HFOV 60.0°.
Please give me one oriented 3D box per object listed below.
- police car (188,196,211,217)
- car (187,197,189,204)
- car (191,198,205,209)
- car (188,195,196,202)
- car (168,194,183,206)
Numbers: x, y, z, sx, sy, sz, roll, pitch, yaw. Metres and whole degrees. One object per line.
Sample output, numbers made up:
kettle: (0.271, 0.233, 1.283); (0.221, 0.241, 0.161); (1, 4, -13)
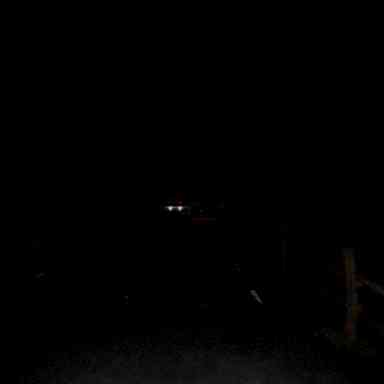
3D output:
police car: (0.833, 1.511, 32.716); (1.930, 1.638, 5.238); (0, 0, 0)
car: (0.018, 1.602, 68.645); (1.882, 1.535, 5.008); (0, 0, 0)
car: (0.837, 1.641, 48.611); (1.837, 1.490, 4.892); (0, 0, 0)
car: (0.022, 1.601, 83.644); (2.033, 1.411, 5.357); (0, 0, 0)
car: (-2.793, 1.383, 57.103); (2.150, 2.045, 5.566); (0, 0, 1)
